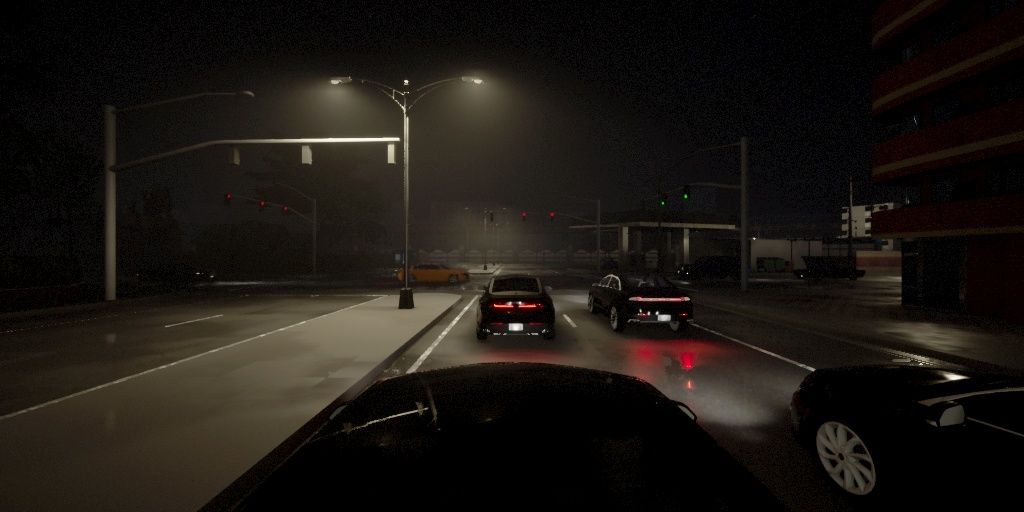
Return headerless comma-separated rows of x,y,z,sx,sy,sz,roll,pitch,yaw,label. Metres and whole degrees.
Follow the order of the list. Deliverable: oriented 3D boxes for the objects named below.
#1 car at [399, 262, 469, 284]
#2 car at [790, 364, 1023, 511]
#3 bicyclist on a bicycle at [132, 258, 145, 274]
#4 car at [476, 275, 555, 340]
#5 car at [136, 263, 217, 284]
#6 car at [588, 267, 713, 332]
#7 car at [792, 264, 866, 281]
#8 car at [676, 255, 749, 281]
-5.684,1.227,26.195,5.008,1.535,1.882,0,0,1,car
3.600,1.255,1.457,1.837,1.490,4.892,0,0,0,car
-38.228,1.053,36.739,0.582,1.620,1.656,0,0,0,bicyclist on a bicycle
0.096,1.255,10.010,1.837,1.490,4.892,0,0,0,car
-24.530,1.241,26.350,4.902,1.511,2.128,0,0,-1,car
3.602,1.242,10.865,2.128,1.511,4.902,0,0,0,car
26.420,1.351,30.001,4.718,1.301,1.895,0,0,-1,car
16.633,0.972,29.861,5.566,2.045,2.150,0,0,-1,car
